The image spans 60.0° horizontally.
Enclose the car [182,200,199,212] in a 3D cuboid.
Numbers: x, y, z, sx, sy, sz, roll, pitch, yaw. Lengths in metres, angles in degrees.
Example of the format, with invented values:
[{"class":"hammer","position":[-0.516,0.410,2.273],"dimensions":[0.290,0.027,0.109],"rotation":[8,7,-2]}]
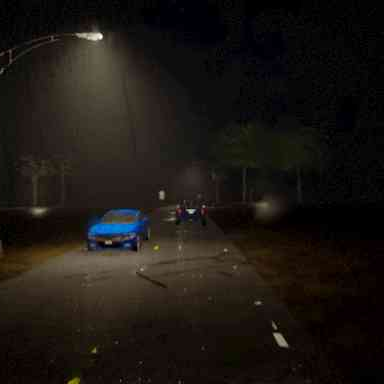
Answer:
[{"class":"car","position":[-0.160,1.743,42.916],"dimensions":[2.033,1.411,5.357],"rotation":[0,-1,0]}]

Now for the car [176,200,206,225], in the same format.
[{"class":"car","position":[-0.066,1.402,24.883],"dimensions":[2.097,1.767,4.553],"rotation":[0,0,0]}]

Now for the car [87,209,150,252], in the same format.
[{"class":"car","position":[-2.927,1.494,14.144],"dimensions":[1.882,1.535,5.008],"rotation":[0,0,0]}]
